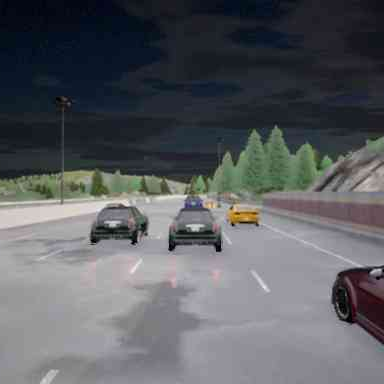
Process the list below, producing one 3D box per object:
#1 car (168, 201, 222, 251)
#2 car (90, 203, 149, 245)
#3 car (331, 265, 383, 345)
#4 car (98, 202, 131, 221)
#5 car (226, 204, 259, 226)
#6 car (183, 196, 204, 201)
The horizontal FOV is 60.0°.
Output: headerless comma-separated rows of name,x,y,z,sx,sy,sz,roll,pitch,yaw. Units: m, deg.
car,0.126,1.441,14.742,2.097,1.767,4.553,0,0,0
car,-3.372,1.448,16.304,2.097,1.767,4.553,0,0,0
car,3.617,1.596,4.606,1.994,1.385,4.181,0,0,0
car,-6.848,1.701,29.799,1.812,1.442,4.674,0,0,0
car,3.642,1.630,24.603,1.882,1.535,5.008,0,0,0
car,0.169,1.461,39.178,2.150,2.045,5.566,0,0,0
